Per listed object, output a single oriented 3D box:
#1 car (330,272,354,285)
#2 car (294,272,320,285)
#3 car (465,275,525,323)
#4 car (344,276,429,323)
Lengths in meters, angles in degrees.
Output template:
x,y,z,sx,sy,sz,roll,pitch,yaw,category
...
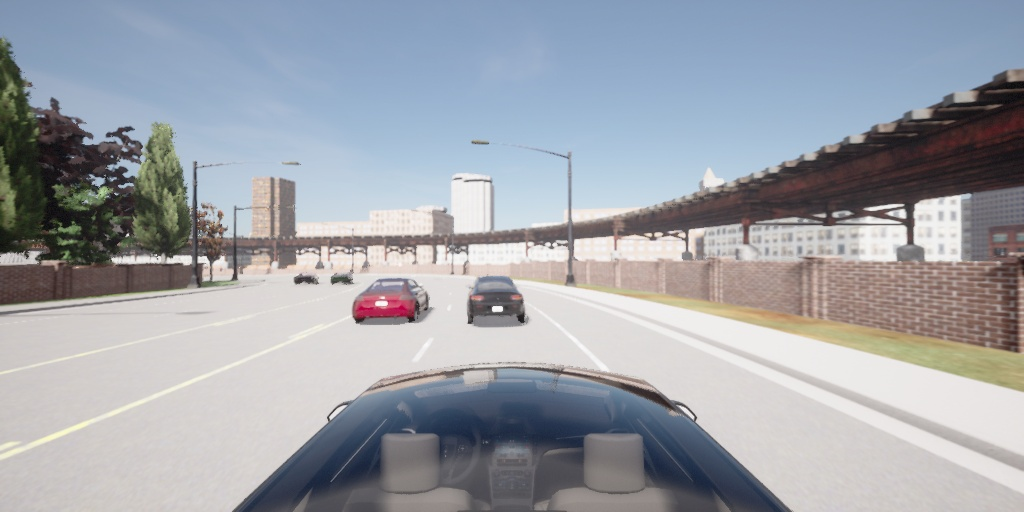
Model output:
x,y,z,sx,sy,sz,roll,pitch,yaw,category
-16.853,2.204,35.690,1.895,1.301,4.718,0,-2,-21,car
-21.076,2.292,36.889,1.895,1.301,4.718,0,-2,-23,car
-0.651,1.400,12.617,1.812,1.442,4.674,0,-1,-6,car
-4.210,1.466,12.967,1.994,1.385,4.181,0,-1,-6,car
